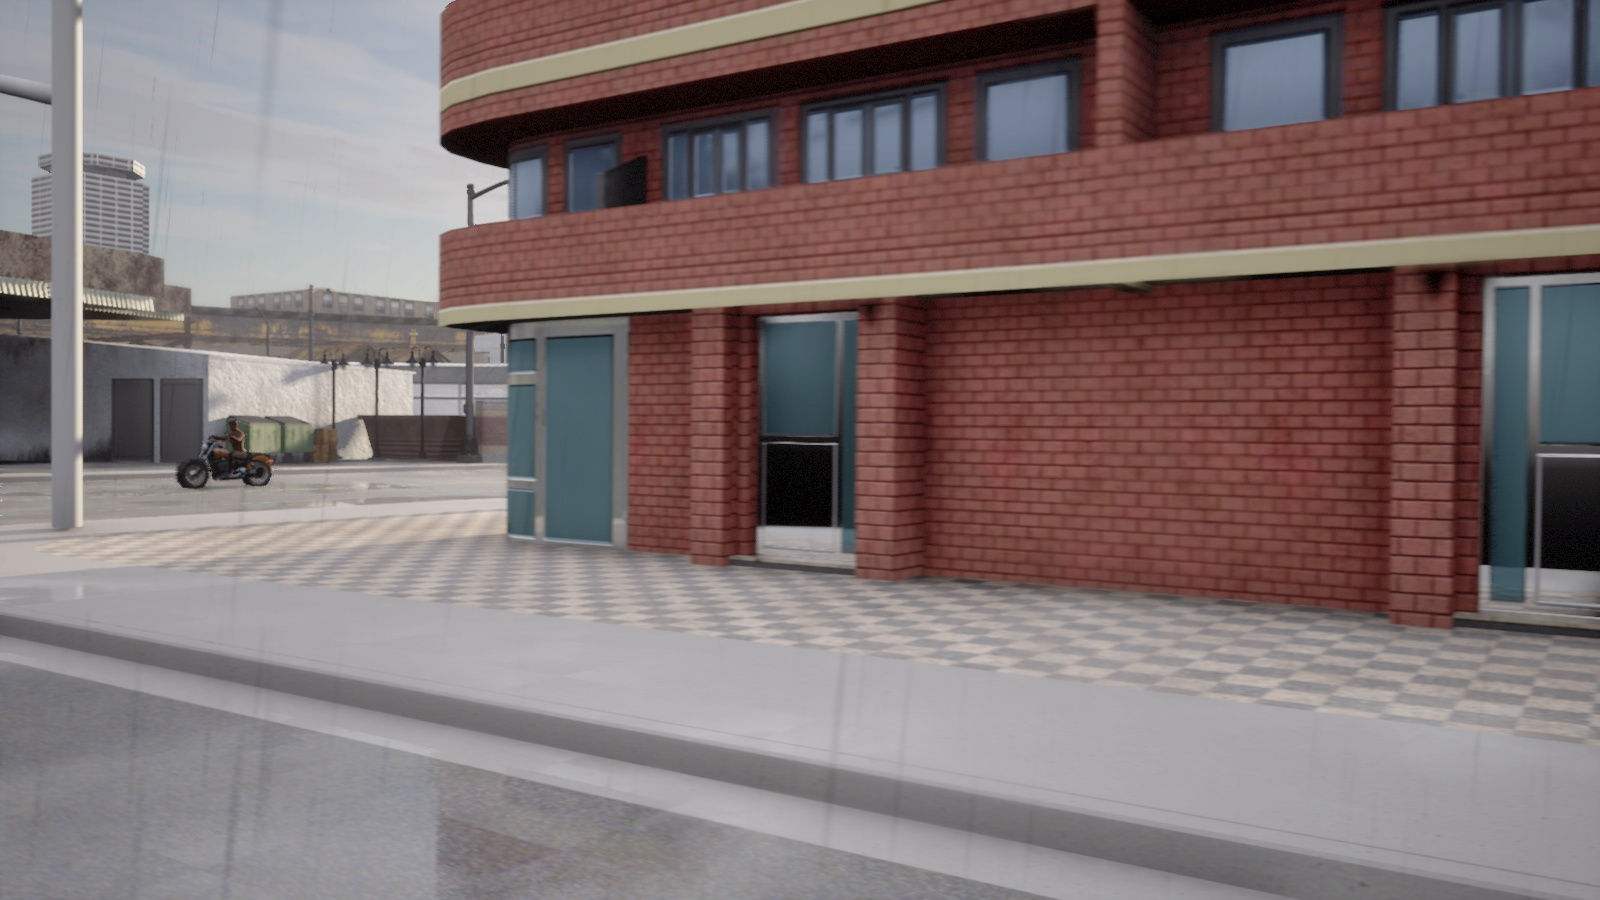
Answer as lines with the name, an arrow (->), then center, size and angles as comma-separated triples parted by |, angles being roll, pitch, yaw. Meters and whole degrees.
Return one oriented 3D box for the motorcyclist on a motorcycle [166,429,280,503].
motorcyclist on a motorcycle -> -13.487, 0.339, 29.433 | 0.766, 1.649, 2.350 | 0, 1, 33
